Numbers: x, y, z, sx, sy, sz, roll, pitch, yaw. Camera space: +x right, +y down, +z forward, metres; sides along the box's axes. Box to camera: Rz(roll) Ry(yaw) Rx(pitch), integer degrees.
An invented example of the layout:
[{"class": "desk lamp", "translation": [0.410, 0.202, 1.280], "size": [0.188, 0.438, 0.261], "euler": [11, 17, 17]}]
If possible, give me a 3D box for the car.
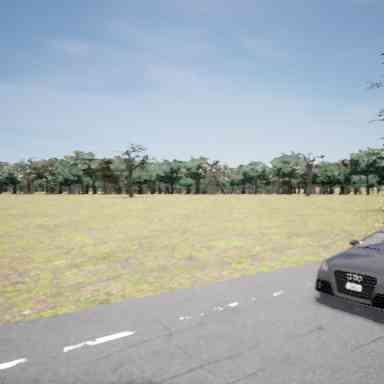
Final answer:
[{"class": "car", "translation": [4.596, 1.558, 7.268], "size": [4.181, 1.385, 1.994], "euler": [0, 0, -35]}]
